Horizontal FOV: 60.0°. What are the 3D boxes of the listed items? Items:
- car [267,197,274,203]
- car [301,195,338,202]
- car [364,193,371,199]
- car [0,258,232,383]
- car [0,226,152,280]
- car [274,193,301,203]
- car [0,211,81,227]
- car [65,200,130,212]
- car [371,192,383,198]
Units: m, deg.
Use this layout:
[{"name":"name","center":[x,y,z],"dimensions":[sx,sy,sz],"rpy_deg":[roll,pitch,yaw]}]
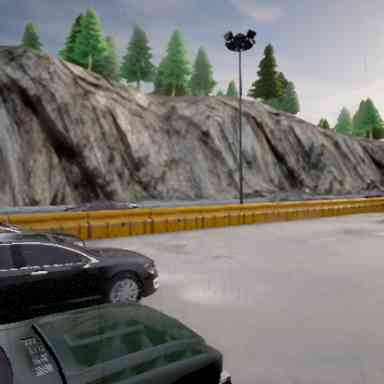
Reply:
[{"name":"car","center":[11.638,0.898,42.495],"dimensions":[4.553,1.767,2.097],"rpy_deg":[-1,1,-36]},{"name":"car","center":[14.197,1.173,35.657],"dimensions":[4.718,1.301,1.895],"rpy_deg":[-1,1,-36]},{"name":"car","center":[31.375,0.701,56.755],"dimensions":[5.008,1.535,1.882],"rpy_deg":[-1,0,-35]},{"name":"car","center":[-1.981,1.605,2.330],"dimensions":[4.718,1.301,1.895],"rpy_deg":[-1,1,-36]},{"name":"car","center":[-2.952,1.492,5.940],"dimensions":[4.892,1.490,1.837],"rpy_deg":[-1,1,-36]},{"name":"car","center":[12.326,1.062,38.663],"dimensions":[4.902,1.511,2.128],"rpy_deg":[-1,0,-36]},{"name":"car","center":[-5.279,1.484,8.578],"dimensions":[4.902,1.511,2.128],"rpy_deg":[-1,1,-36]},{"name":"car","center":[-7.994,1.416,28.394],"dimensions":[5.357,1.411,2.033],"rpy_deg":[-1,1,-36]},{"name":"car","center":[26.735,0.857,44.831],"dimensions":[4.902,1.511,2.128],"rpy_deg":[-1,1,-36]}]
